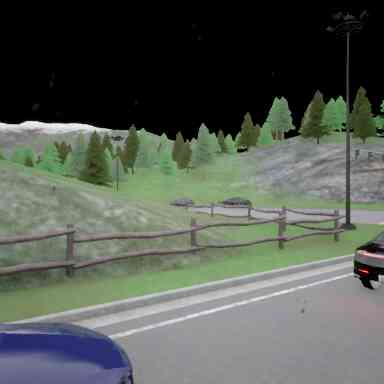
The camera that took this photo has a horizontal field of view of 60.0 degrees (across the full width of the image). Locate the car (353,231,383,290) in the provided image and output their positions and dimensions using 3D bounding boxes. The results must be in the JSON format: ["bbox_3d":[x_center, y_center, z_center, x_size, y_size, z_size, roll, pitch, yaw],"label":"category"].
[{"bbox_3d":[5.768,1.491,7.862,4.902,1.511,2.128,0,0,-35],"label":"car"}]

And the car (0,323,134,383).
[{"bbox_3d":[-2.598,1.526,1.929,4.674,1.442,1.812,0,0,-35],"label":"car"}]

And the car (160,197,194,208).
[{"bbox_3d":[-2.136,1.491,46.925,4.902,1.511,2.128,0,0,22],"label":"car"}]

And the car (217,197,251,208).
[{"bbox_3d":[5.856,1.505,46.963,4.892,1.490,1.837,0,0,31],"label":"car"}]
